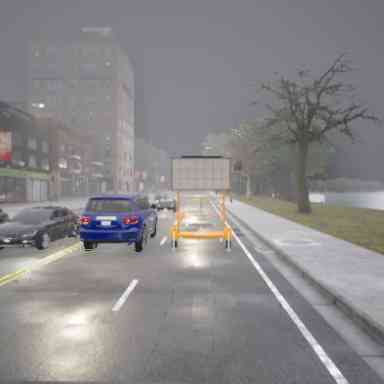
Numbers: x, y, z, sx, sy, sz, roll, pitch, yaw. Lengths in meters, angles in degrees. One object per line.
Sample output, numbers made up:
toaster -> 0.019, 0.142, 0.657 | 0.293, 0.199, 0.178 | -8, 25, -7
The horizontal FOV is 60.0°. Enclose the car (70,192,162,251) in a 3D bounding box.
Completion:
car -> -2.773, 1.095, 13.694 | 2.150, 2.045, 5.566 | 0, 1, 1

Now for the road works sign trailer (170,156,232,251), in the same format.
road works sign trailer -> 0.372, 0.340, 13.469 | 2.380, 3.560, 2.880 | 0, 1, 1

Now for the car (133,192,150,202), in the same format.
car -> -8.396, 0.738, 55.570 | 1.837, 1.490, 4.892 | 0, 1, 2

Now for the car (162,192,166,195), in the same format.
car -> -5.151, 0.781, 55.490 | 2.033, 1.411, 5.357 | 0, 1, 2

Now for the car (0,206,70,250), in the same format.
car -> -6.224, 1.380, 13.699 | 1.837, 1.490, 4.892 | 0, 1, 1

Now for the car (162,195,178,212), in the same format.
car -> -2.309, 1.217, 32.061 | 1.895, 1.301, 4.718 | 0, 1, 1
